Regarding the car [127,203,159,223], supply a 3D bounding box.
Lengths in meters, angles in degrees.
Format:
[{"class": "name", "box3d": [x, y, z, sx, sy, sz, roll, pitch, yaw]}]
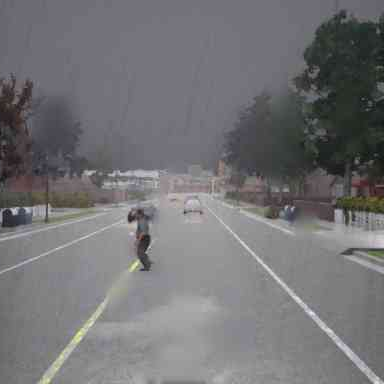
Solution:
[{"class": "car", "box3d": [-3.577, 1.560, 25.008, 1.994, 1.385, 4.181, 0, 0, 0]}]

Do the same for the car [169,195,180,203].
[{"class": "car", "box3d": [-3.460, 1.287, 66.505, 1.882, 1.535, 5.008, 0, 0, 1]}]

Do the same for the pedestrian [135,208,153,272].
[{"class": "pedestrian", "box3d": [-1.378, 1.293, 9.290, 0.375, 1.860, 0.375, 0, 0, 0]}]

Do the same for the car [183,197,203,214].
[{"class": "car", "box3d": [0.128, 1.508, 34.511, 1.812, 1.442, 4.674, 0, 0, 1]}]
